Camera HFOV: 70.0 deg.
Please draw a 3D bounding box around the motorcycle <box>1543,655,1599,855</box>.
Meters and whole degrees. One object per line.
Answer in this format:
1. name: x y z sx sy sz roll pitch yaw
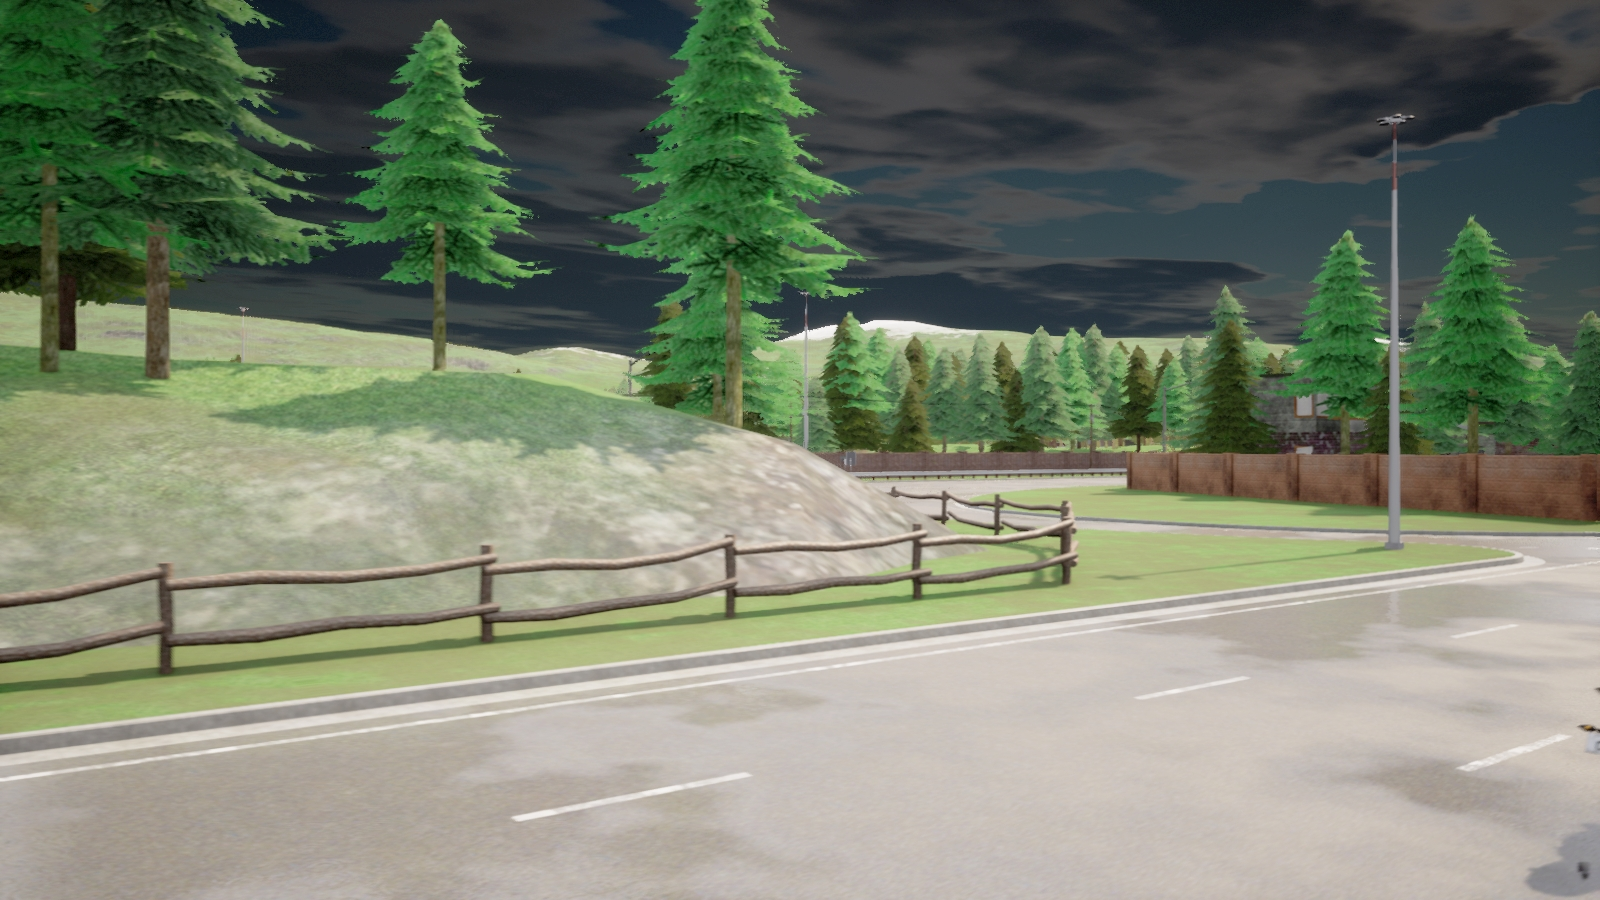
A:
1. motorcycle: 6.530 2.205 8.535 2.209 1.251 0.867 0 0 -34
